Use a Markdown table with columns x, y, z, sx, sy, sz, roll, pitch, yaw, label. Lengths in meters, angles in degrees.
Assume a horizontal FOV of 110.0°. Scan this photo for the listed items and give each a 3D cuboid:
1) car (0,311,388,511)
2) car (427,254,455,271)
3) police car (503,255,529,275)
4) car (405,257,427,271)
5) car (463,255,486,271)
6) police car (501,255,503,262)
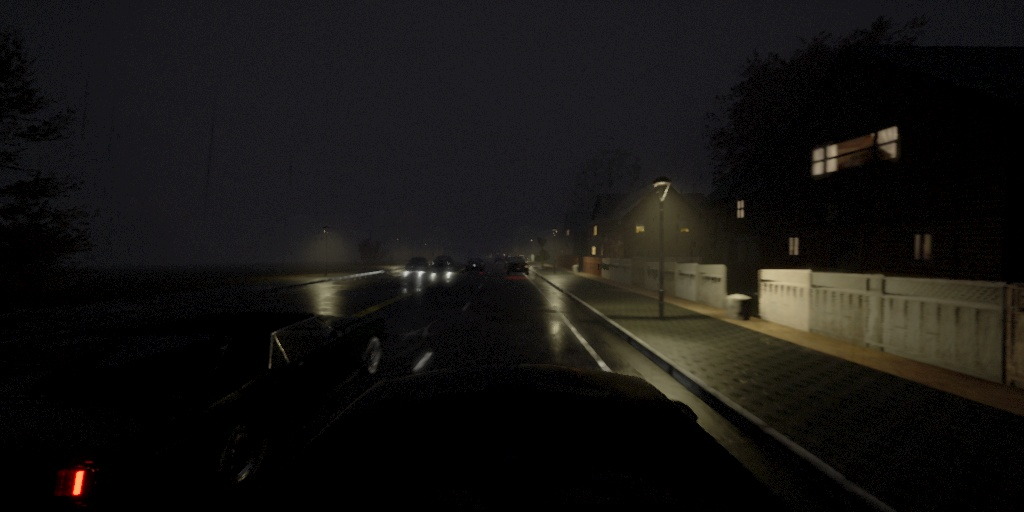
| x | y | z | sx | sy | sz | roll | pitch | yaw | label |
| --- | --- | --- | --- | --- | --- | --- | --- | --- | --- |
| -3.160 | 1.325 | 4.372 | 1.895 | 1.301 | 4.718 | 0 | 1 | 0 | car |
| -7.347 | 0.702 | 38.440 | 2.097 | 1.767 | 4.553 | 0 | 1 | -2 | car |
| 0.451 | 0.825 | 32.415 | 1.930 | 1.638 | 5.238 | 0 | 1 | -2 | police car |
| -10.684 | 0.840 | 40.513 | 1.837 | 1.490 | 4.892 | 0 | 1 | -2 | car |
| -3.926 | 0.902 | 38.785 | 1.994 | 1.385 | 4.181 | 0 | 1 | -2 | car |
| 0.054 | 0.713 | 42.473 | 1.930 | 1.638 | 5.238 | 0 | 1 | -3 | police car |
